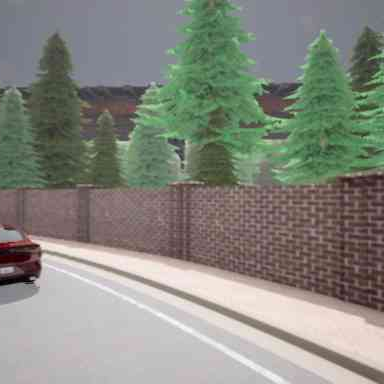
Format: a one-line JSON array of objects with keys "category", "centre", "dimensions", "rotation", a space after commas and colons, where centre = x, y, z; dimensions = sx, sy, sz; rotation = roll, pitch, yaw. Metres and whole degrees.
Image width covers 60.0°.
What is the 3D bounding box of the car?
[{"category": "car", "centre": [-5.745, 1.539, 8.896], "dimensions": [5.008, 1.535, 1.882], "rotation": [0, -1, 44]}]
